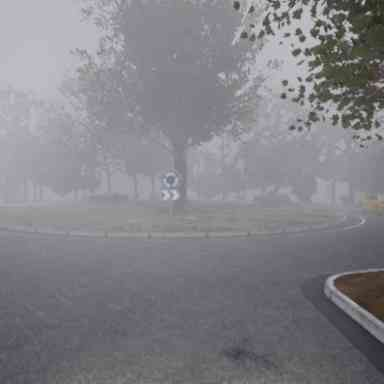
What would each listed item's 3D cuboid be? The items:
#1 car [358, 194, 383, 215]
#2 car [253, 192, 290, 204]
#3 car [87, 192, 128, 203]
[{"bbox_3d":[14.500,0.883,25.490,1.882,1.535,5.008,1,2,7],"label":"car"},{"bbox_3d":[9.234,0.665,38.670,4.181,1.385,1.994,1,2,45],"label":"car"},{"bbox_3d":[-10.262,0.662,40.390,4.718,1.301,1.895,-1,1,-30],"label":"car"}]
